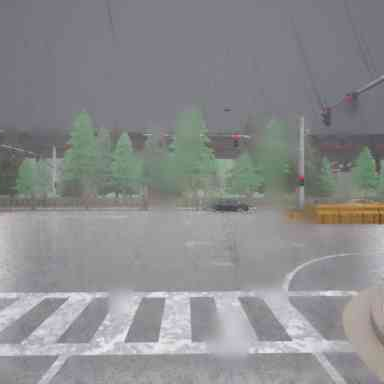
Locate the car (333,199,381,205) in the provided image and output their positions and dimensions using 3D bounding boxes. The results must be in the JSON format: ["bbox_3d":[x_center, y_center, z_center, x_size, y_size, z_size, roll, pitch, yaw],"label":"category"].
[{"bbox_3d":[17.547,1.472,35.623,5.008,1.535,1.882,0,0,-2],"label":"car"}]

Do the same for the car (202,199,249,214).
[{"bbox_3d":[3.526,1.501,35.198,4.892,1.490,1.837,1,0,-2],"label":"car"}]
